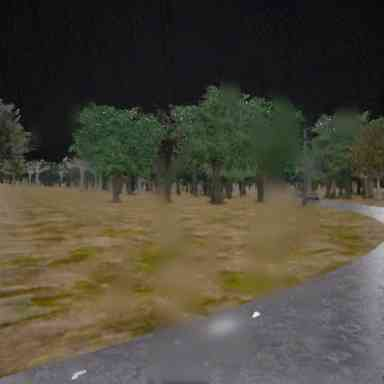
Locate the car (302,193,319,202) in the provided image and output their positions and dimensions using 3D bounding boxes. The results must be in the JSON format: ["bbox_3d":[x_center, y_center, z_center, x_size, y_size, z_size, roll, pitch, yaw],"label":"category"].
[{"bbox_3d":[22.463,1.134,62.441,1.895,1.301,4.718,1,1,8],"label":"car"}]
